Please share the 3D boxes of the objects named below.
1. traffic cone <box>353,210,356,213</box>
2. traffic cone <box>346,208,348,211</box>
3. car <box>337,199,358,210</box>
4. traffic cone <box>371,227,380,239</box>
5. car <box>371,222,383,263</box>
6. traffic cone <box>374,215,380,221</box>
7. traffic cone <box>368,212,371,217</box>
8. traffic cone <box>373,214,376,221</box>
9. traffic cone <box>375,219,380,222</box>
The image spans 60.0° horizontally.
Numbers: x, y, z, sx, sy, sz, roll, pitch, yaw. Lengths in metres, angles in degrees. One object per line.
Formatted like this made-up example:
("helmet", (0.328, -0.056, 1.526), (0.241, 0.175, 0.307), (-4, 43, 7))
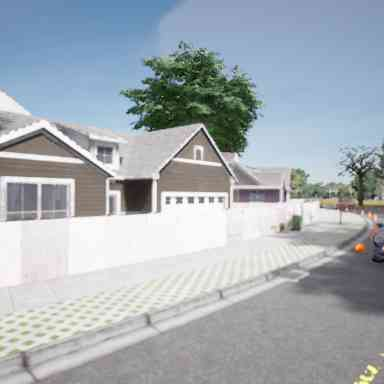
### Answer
("traffic cone", (21.470, 2.435, 43.802), (0.340, 0.580, 0.340), (0, -1, 15))
("traffic cone", (22.591, 2.487, 48.535), (0.340, 0.580, 0.340), (0, -1, 12))
("car", (25.492, 1.961, 54.682), (2.097, 1.767, 4.553), (0, -1, 6))
("traffic cone", (9.513, 2.131, 17.322), (0.340, 0.580, 0.340), (0, -1, 34))
("car", (7.741, 1.473, 11.636), (2.097, 1.767, 4.553), (0, -1, 36))
("traffic cone", (14.461, 2.232, 25.694), (0.340, 0.580, 0.340), (0, -1, 27))
("traffic cone", (18.462, 2.333, 34.555), (0.340, 0.580, 0.340), (0, -1, 21))
("traffic cone", (16.583, 2.283, 30.069), (0.340, 0.580, 0.340), (0, -1, 24))
("traffic cone", (12.101, 2.181, 21.440), (0.340, 0.580, 0.340), (0, -1, 31))
